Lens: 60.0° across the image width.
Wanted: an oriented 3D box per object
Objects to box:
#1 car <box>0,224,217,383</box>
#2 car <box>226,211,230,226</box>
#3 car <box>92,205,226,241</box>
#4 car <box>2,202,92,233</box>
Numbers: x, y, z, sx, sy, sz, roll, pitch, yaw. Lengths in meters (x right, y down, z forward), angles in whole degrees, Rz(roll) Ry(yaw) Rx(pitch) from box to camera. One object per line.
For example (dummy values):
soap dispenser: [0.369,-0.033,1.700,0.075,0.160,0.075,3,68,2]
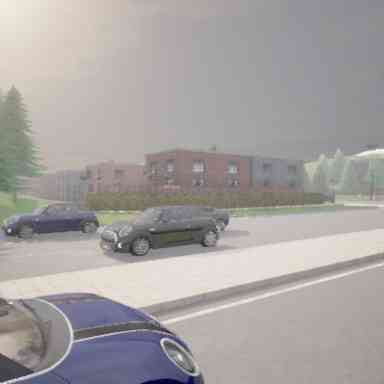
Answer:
car: [-2.078,1.354,2.261,4.553,1.767,2.097,0,0,-36]
car: [-0.140,1.453,18.013,4.902,1.511,2.128,0,0,-35]
car: [-1.187,1.327,12.969,4.553,1.767,2.097,0,0,-35]
car: [-7.234,1.337,17.256,4.553,1.767,2.097,0,0,-35]
